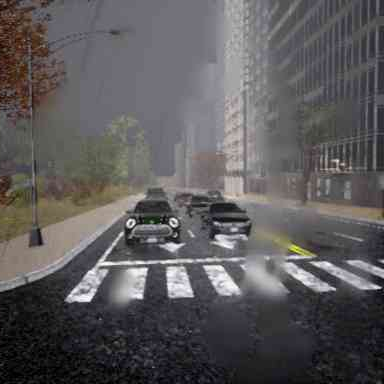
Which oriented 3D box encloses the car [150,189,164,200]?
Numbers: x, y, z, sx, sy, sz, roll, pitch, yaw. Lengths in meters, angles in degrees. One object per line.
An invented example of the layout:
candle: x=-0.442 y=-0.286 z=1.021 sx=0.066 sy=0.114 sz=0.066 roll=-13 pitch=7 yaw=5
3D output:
car: x=-5.251 y=0.330 z=49.844 sx=2.033 sy=1.411 sz=5.357 roll=-1 pitch=1 yaw=-6

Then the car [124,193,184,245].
car: x=-1.655 y=1.101 z=14.147 sx=2.097 sy=1.767 sz=4.553 roll=-1 pitch=1 yaw=-6

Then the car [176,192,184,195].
car: x=-0.536 y=0.840 z=35.081 sx=1.812 sy=1.442 sz=4.674 roll=-1 pitch=1 yaw=-6

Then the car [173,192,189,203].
car: x=-1.569 y=0.683 z=45.421 sx=1.994 sy=1.385 sz=4.181 roll=-1 pitch=1 yaw=-5

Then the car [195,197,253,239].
car: x=1.461 y=1.209 z=15.664 sx=1.812 sy=1.442 sz=4.674 roll=-1 pitch=1 yaw=-6

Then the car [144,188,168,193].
car: x=-3.746 y=0.586 z=34.499 sx=2.150 sy=2.045 sz=5.566 roll=-1 pitch=1 yaw=-6

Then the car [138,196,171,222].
car: x=-2.622 y=1.117 z=23.567 sx=2.033 sy=1.411 sz=5.357 roll=-1 pitch=1 yaw=-6

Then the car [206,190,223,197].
car: x=2.419 y=0.538 z=39.823 sx=2.097 sy=1.767 sz=4.553 roll=-1 pitch=1 yaw=-6

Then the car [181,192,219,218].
car: x=0.513 y=1.013 z=24.872 sx=1.837 sy=1.490 sz=4.892 roll=-1 pitch=1 yaw=-6
